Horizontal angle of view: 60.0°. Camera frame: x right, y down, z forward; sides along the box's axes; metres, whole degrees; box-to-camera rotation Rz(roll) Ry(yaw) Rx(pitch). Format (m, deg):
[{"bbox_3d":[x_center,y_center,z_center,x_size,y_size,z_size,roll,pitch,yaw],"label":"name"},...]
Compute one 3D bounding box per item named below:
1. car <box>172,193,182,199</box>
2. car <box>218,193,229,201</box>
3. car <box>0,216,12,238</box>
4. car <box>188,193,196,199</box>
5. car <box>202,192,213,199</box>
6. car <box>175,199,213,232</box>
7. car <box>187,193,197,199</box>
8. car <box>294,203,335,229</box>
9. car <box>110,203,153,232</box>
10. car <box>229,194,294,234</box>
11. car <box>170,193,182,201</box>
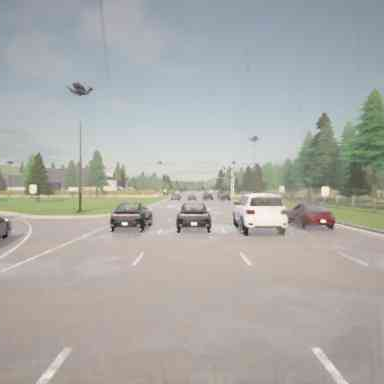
[{"bbox_3d":[-3.508,0.895,79.129,2.128,1.511,4.902,0,0,0],"label":"car"},{"bbox_3d":[6.993,1.097,69.402,1.837,1.490,4.892,0,0,0],"label":"car"},{"bbox_3d":[-8.928,1.468,13.724,2.033,1.411,5.357,0,0,-18],"label":"car"},{"bbox_3d":[-0.008,0.894,79.126,1.812,1.442,4.674,0,0,0],"label":"car"},{"bbox_3d":[3.493,1.085,70.267,1.837,1.490,4.892,0,0,0],"label":"car"},{"bbox_3d":[0.098,1.380,19.264,2.128,1.511,4.902,0,0,0],"label":"car"},{"bbox_3d":[-0.007,1.136,69.803,2.033,1.411,5.357,0,0,0],"label":"car"},{"bbox_3d":[7.098,1.407,20.295,1.812,1.442,4.674,0,0,0],"label":"car"},{"bbox_3d":[-3.403,1.380,19.257,2.128,1.511,4.902,0,0,0],"label":"car"},{"bbox_3d":[3.598,1.114,18.379,2.150,2.045,5.566,0,0,0],"label":"car"},{"bbox_3d":[-3.507,1.126,69.455,2.033,1.411,5.357,0,0,0],"label":"car"}]
